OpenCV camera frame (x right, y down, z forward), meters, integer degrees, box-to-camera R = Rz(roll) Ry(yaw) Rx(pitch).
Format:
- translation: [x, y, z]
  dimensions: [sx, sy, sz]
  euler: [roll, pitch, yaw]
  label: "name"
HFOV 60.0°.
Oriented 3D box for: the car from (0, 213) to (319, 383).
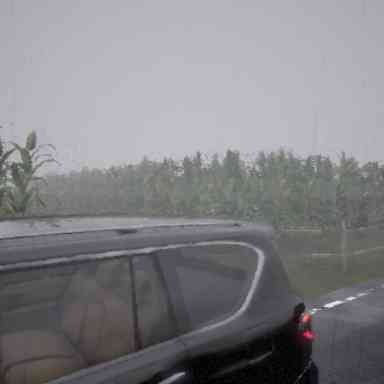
- translation: [-1.581, 1.221, 1.942]
  dimensions: [5.566, 2.045, 2.150]
  euler: [0, 0, -36]
  label: "car"
